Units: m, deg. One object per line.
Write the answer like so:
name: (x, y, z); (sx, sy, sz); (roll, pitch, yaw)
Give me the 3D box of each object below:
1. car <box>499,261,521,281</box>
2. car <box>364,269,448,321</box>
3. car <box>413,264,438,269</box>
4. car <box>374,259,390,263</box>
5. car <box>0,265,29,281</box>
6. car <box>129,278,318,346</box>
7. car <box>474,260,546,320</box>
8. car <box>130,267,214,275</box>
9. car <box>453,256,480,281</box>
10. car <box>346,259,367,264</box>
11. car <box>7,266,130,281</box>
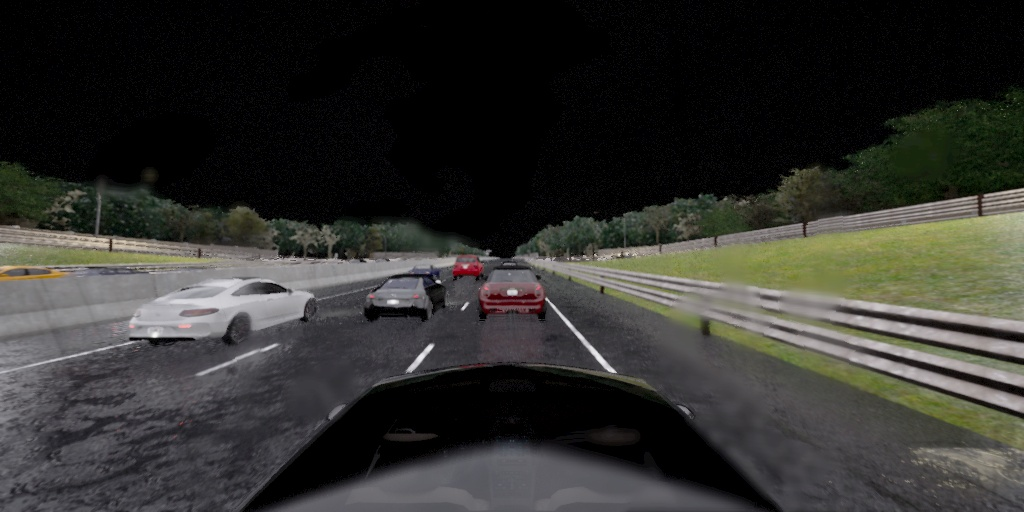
car: (-0.209, 1.263, 31.853); (1.837, 1.490, 4.892); (0, 0, -1)
car: (-3.506, 1.322, 12.513); (1.994, 1.385, 4.181); (0, 0, -1)
car: (-7.190, 1.361, 30.027); (1.895, 1.301, 4.718); (0, 0, -1)
car: (-21.659, 1.250, 59.824); (1.837, 1.490, 4.892); (0, 0, 0)
car: (-24.754, 1.242, 17.475); (1.882, 1.535, 5.008); (0, 0, -1)
car: (-6.975, 1.283, 9.298); (1.812, 1.442, 4.674); (0, 0, -1)
car: (-0.010, 1.109, 12.786); (2.097, 1.767, 4.553); (0, 0, -1)
car: (-17.779, 1.327, 19.795); (1.994, 1.385, 4.181); (0, 0, -1)
car: (-3.700, 0.981, 30.904); (2.150, 2.045, 5.566); (0, 0, -1)
car: (-25.143, 1.253, 58.058); (1.837, 1.490, 4.892); (0, 0, 0)
car: (-21.265, 1.312, 18.550); (2.033, 1.411, 5.357); (0, 0, -1)
